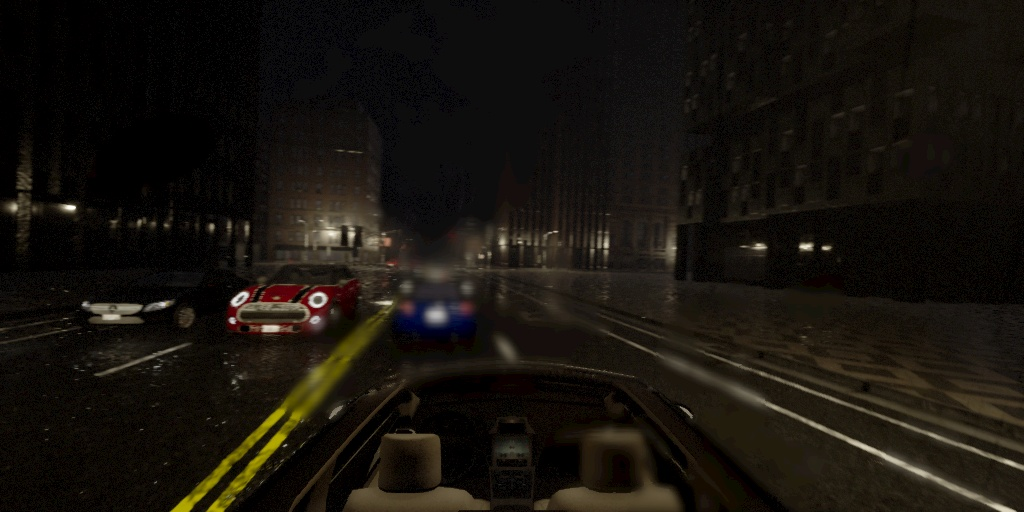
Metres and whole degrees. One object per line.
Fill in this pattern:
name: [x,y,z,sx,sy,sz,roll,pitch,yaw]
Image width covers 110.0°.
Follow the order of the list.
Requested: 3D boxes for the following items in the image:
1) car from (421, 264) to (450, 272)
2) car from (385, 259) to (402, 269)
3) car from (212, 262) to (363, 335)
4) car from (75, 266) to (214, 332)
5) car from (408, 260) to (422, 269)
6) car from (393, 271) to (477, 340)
car: [-5.721,1.328,27.355,1.812,1.442,4.674,2,-1,-12]
car: [-18.505,1.230,56.293,1.812,1.442,4.674,2,-1,-12]
car: [-5.586,0.974,9.875,2.097,1.767,4.553,2,-1,-12]
car: [-8.901,1.025,9.833,1.812,1.442,4.674,2,0,-12]
car: [-15.326,1.386,56.952,1.994,1.385,4.181,2,-1,-12]
car: [-2.103,1.314,10.024,1.994,1.385,4.181,2,-1,-12]
